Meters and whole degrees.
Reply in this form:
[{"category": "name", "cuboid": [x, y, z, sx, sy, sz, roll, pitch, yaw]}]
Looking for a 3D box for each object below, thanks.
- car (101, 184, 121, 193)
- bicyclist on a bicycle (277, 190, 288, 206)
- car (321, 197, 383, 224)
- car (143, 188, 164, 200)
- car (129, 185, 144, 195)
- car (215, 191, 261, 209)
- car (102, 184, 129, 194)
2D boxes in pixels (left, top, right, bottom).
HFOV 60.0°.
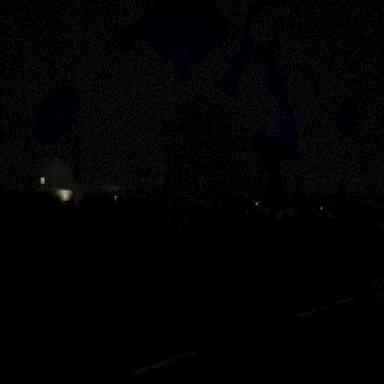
[{"category": "car", "cuboid": [-15.413, -0.667, 63.177, 1.882, 1.535, 5.008, 0, 2, -36]}, {"category": "bicyclist on a bicycle", "cuboid": [9.199, 0.660, 33.841, 1.656, 1.620, 0.582, 0, 2, -35]}, {"category": "car", "cuboid": [10.740, 1.099, 21.353, 2.128, 1.511, 4.902, 0, 2, -35]}, {"category": "car", "cuboid": [-3.584, 0.244, 41.488, 2.033, 1.411, 5.357, 0, 2, -35]}, {"category": "car", "cuboid": [-9.500, -0.455, 54.879, 2.097, 1.767, 4.553, 0, 2, -36]}, {"category": "car", "cuboid": [4.160, 0.672, 30.598, 2.128, 1.511, 4.902, 0, 2, -35]}, {"category": "car", "cuboid": [-12.530, -0.521, 54.217, 1.812, 1.442, 4.674, 0, 2, -35]}]
